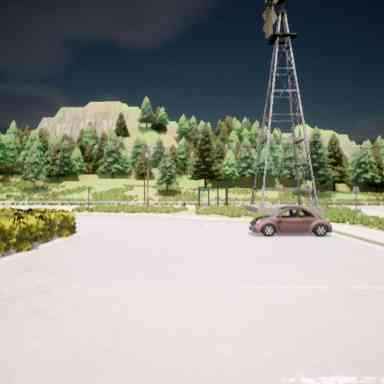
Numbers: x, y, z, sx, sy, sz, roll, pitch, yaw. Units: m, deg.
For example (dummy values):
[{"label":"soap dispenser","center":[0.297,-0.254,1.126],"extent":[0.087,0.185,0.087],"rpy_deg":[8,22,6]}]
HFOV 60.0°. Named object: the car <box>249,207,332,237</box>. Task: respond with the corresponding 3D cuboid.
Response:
[{"label":"car","center":[4.895,1.468,16.861],"extent":[3.905,1.438,1.784],"rpy_deg":[0,0,0]}]
